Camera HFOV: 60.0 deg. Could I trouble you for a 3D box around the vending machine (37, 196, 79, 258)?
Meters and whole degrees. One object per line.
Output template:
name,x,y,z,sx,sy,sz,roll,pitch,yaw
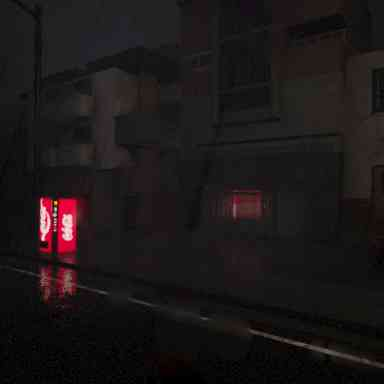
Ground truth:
vending machine,-4.838,1.193,12.043,0.880,2.100,1.100,1,0,35
